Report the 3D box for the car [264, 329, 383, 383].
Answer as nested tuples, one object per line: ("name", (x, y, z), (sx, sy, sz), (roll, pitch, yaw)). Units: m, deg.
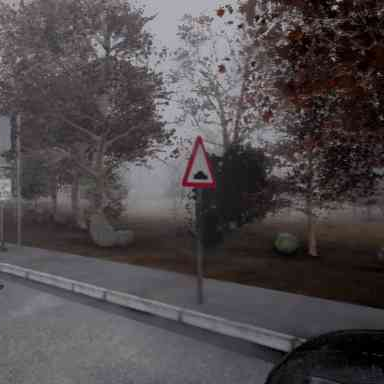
("car", (2.677, 1.491, 1.467), (4.902, 1.511, 2.128), (0, 0, 36))
